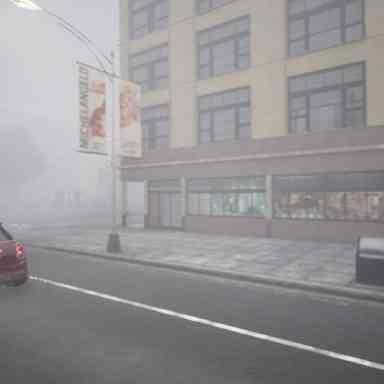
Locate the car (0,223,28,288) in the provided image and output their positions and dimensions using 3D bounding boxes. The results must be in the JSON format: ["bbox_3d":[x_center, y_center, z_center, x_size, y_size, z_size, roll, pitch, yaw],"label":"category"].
[{"bbox_3d":[-6.171,1.469,8.390,4.553,1.767,2.097,-1,0,36],"label":"car"}]
